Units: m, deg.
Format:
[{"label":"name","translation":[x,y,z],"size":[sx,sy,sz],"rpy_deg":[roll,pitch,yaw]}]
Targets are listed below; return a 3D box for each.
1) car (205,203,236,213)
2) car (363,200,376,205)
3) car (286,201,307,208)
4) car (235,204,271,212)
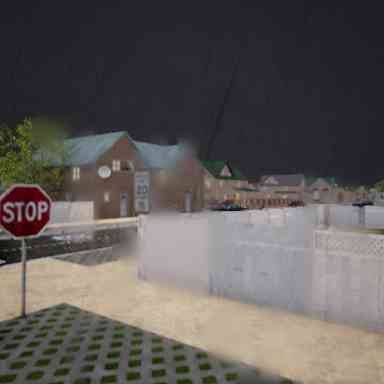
[{"label":"car","translation":[2.967,1.709,29.761],"size":[2.128,1.511,4.902],"rpy_deg":[0,0,35]},{"label":"car","translation":[43.092,2.658,81.640],"size":[2.033,1.411,5.357],"rpy_deg":[0,-1,35]},{"label":"car","translation":[14.603,1.985,46.073],"size":[1.812,1.442,4.674],"rpy_deg":[0,-1,35]},{"label":"car","translation":[5.944,1.849,29.041],"size":[1.895,1.301,4.718],"rpy_deg":[0,0,35]}]
